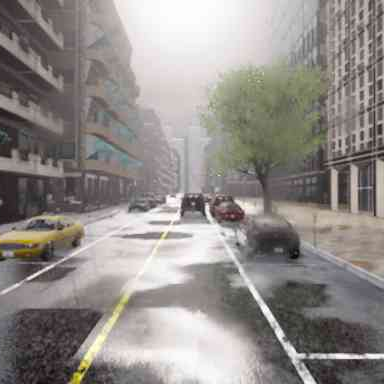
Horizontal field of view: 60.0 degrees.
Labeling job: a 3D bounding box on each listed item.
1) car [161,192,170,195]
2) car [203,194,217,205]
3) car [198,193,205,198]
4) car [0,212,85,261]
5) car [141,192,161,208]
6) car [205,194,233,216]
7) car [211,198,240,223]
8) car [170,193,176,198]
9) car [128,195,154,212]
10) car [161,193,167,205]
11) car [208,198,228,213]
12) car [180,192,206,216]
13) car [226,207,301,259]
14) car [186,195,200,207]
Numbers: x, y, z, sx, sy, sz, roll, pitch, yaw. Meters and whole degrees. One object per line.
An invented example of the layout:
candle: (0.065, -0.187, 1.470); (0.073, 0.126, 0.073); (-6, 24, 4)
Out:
car: (-5.432, 0.947, 57.290); (2.192, 1.841, 5.009); (1, 0, 0)
car: (2.712, 1.107, 51.590); (1.967, 1.590, 4.097); (1, 0, 0)
car: (2.716, 0.954, 92.753); (1.752, 1.417, 4.829); (1, 0, 0)
car: (-5.271, 1.444, 11.950); (1.752, 1.417, 4.829); (1, 0, 0)
car: (-5.434, 1.050, 40.351); (2.192, 1.841, 5.009); (1, 0, 0)
car: (2.617, 1.123, 28.979); (2.192, 1.841, 5.009); (1, 0, 0)
car: (2.579, 1.390, 23.329); (1.887, 1.381, 4.507); (1, 0, 0)
car: (-5.423, 0.966, 95.210); (2.008, 1.369, 4.403); (1, 0, 0)
car: (-5.438, 1.337, 34.706); (1.947, 1.339, 4.313); (1, 0, 0)
car: (-5.436, 1.231, 51.645); (1.947, 1.339, 4.313); (1, 0, 0)
car: (2.648, 1.354, 34.634); (1.802, 1.307, 4.206); (1, 0, 0)
car: (0.103, 1.027, 29.869); (2.150, 2.045, 5.566); (0, 1, 0)
car: (2.576, 1.470, 12.026); (2.008, 1.369, 4.403); (1, 0, 0)
car: (0.103, 1.203, 45.966); (1.837, 1.490, 4.892); (0, 0, 0)
